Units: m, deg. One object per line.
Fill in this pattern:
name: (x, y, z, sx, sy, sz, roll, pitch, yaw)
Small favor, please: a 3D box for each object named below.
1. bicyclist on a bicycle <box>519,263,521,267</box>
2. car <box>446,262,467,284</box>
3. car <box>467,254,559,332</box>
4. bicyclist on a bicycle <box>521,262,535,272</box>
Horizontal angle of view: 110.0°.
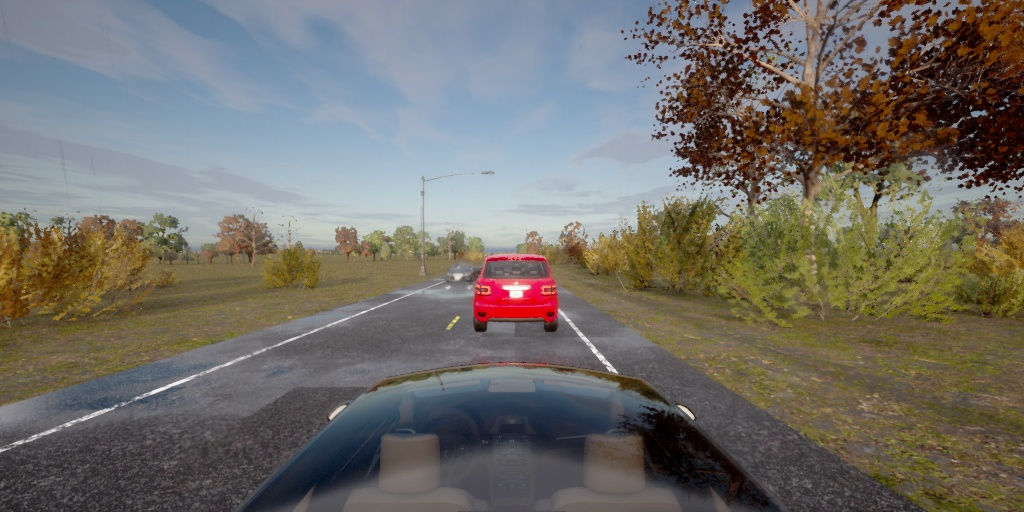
bicyclist on a bicycle: (0.898, 1.111, 28.692, 0.659, 1.776, 1.843, 0, 0, 0)
car: (-3.658, 1.233, 26.591, 2.128, 1.511, 4.902, 0, 0, 0)
car: (0.090, 0.968, 10.973, 2.150, 2.045, 5.566, 0, 0, 0)
bicyclist on a bicycle: (0.940, 1.114, 18.679, 0.659, 1.776, 1.843, 0, 0, 0)
